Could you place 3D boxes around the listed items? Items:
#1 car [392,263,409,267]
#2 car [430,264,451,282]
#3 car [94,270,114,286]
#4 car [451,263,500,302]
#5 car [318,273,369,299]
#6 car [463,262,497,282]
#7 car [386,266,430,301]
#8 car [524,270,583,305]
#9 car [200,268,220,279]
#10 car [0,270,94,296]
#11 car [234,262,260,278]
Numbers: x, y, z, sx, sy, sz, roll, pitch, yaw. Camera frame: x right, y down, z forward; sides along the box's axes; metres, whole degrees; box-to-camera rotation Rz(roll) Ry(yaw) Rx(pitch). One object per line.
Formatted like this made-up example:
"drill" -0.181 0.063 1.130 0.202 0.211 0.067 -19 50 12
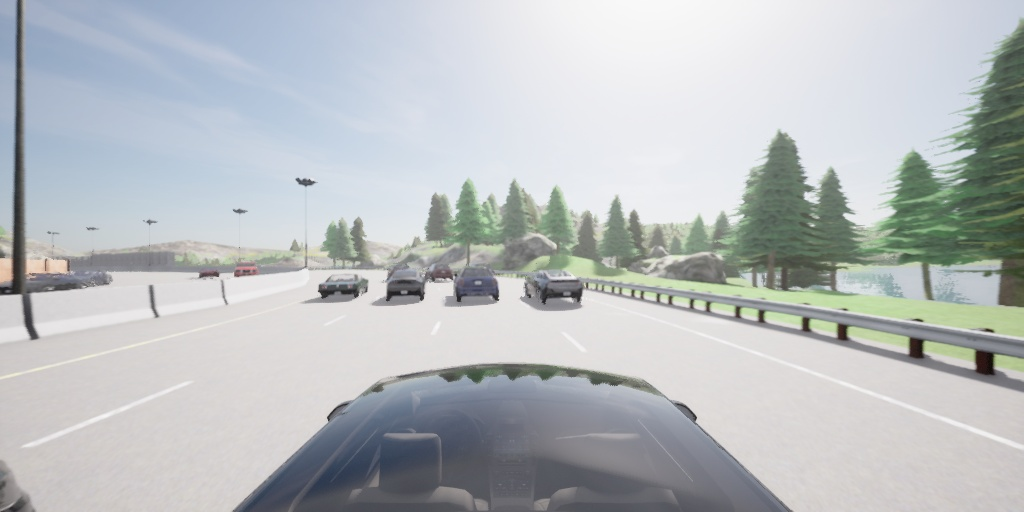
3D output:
"car" -11.292 1.574 36.042 2.097 1.767 4.553 0 -1 -25
"car" -7.235 1.537 35.511 2.097 1.767 4.553 0 -1 -22
"car" -35.756 1.895 30.056 2.033 1.411 5.357 0 -1 -30
"car" -1.972 1.310 18.902 2.097 1.767 4.553 0 -1 -11
"car" -9.377 1.633 20.385 1.895 1.301 4.718 0 -1 -14
"car" -3.228 1.499 34.934 2.097 1.767 4.553 0 -1 -22
"car" -5.586 1.496 19.323 1.837 1.490 4.892 0 -1 -12
"car" 1.873 1.402 17.368 2.128 1.511 4.902 0 -1 -10
"car" -37.705 2.128 44.780 1.895 1.301 4.718 0 -1 -41
"car" -28.111 1.755 21.464 1.994 1.385 4.181 0 -1 -20
"car" -30.739 1.658 41.604 2.150 2.045 5.566 0 -1 -36
